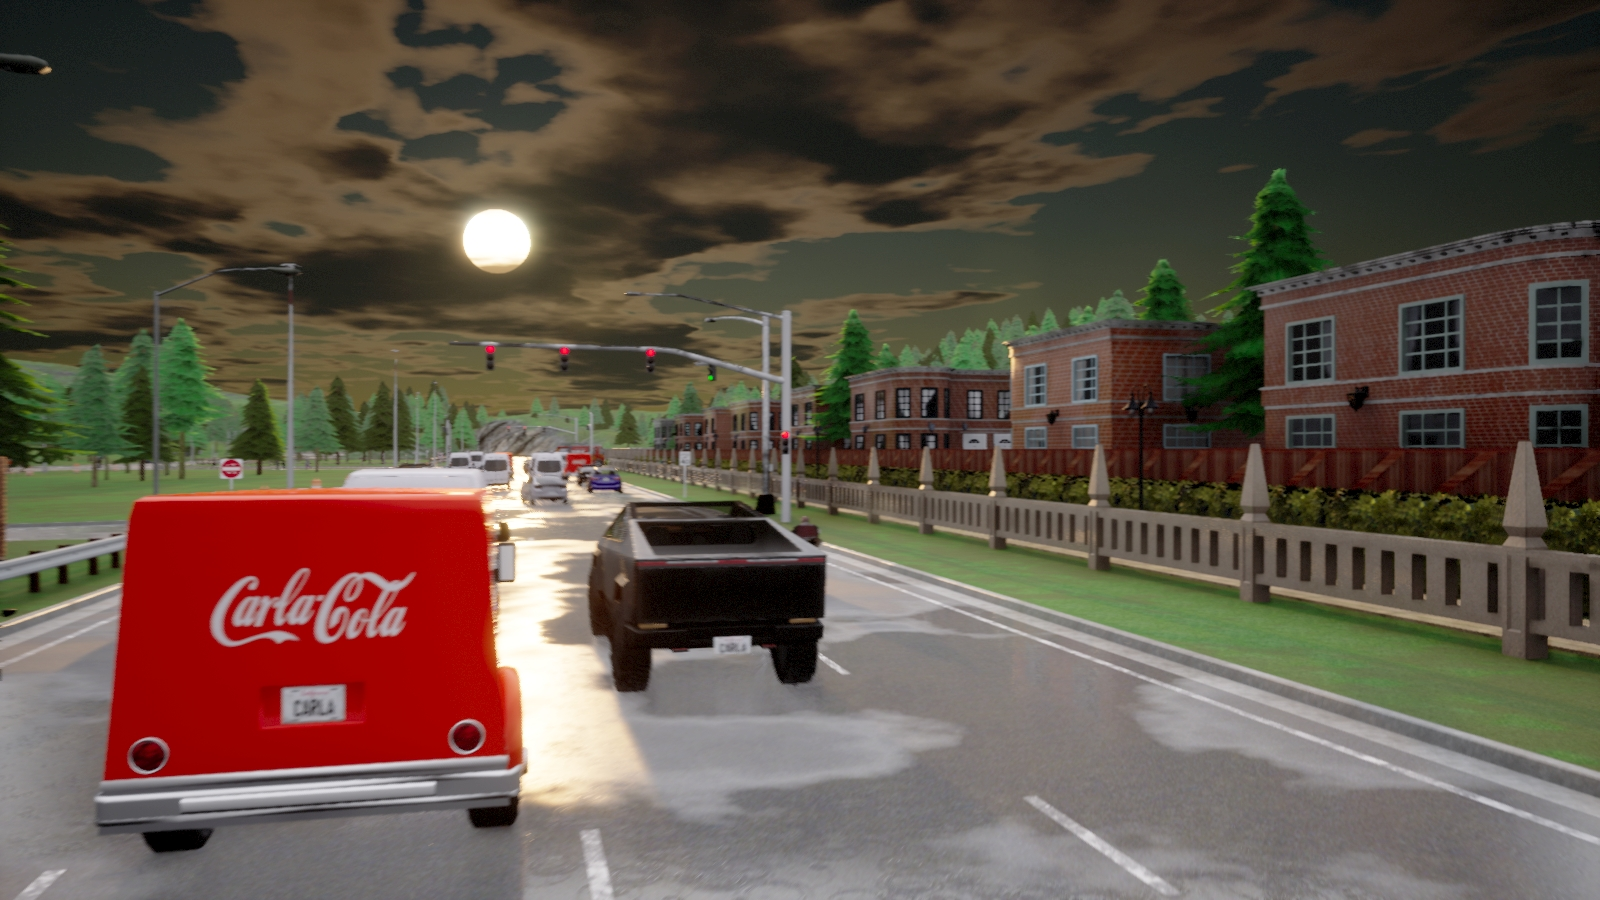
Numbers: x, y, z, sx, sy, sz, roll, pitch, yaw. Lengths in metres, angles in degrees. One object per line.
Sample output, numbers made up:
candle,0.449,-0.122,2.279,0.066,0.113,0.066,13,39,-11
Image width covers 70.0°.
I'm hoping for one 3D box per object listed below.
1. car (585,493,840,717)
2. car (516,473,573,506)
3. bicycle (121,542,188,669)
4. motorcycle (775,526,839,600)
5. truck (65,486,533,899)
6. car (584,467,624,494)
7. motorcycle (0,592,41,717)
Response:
car,-1.479,1.755,15.332,2.390,2.098,6.274,0,0,-14
car,-13.472,2.036,60.024,2.097,1.535,5.006,0,0,-22
bicycle,-8.746,2.059,15.530,0.329,1.471,1.835,0,0,-14
motorcycle,0.110,2.208,22.716,0.867,1.251,2.209,0,0,-10
truck,-3.615,1.543,9.474,2.627,2.467,5.204,0,-2,-14
car,-13.029,1.971,75.819,2.242,1.667,4.611,0,0,-14
motorcycle,-8.724,2.186,11.599,0.803,1.199,2.033,0,1,-5
